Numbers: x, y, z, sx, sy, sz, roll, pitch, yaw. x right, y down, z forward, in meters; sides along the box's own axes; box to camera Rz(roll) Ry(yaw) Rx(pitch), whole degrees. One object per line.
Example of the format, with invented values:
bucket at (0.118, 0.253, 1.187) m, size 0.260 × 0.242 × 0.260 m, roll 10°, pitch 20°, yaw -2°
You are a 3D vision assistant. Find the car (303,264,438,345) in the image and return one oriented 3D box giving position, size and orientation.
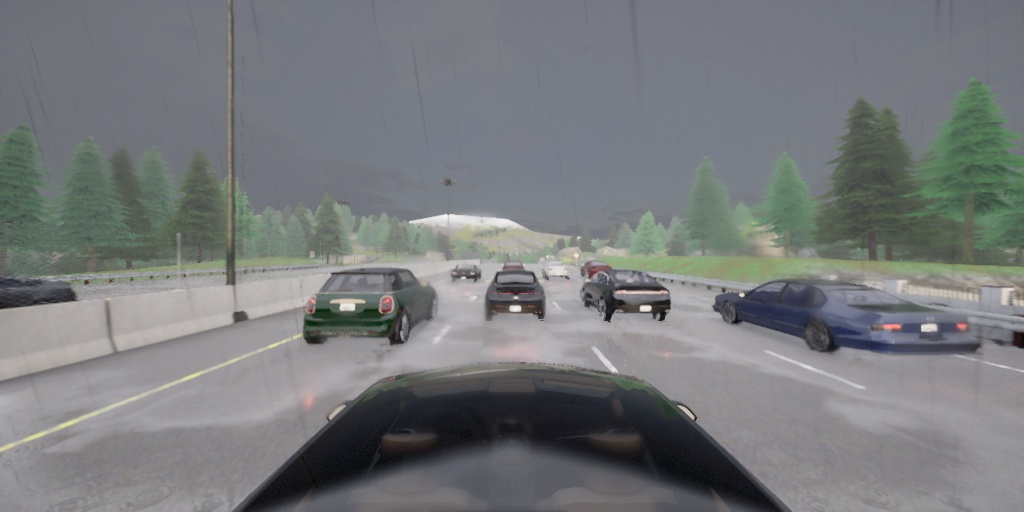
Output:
car at (-3.397, 1.068, 9.536) m, size 2.097 × 1.767 × 4.553 m, roll 0°, pitch 0°, yaw 0°

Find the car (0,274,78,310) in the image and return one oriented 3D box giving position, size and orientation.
car at (-14.081, 1.211, 8.729) m, size 2.128 × 1.511 × 4.902 m, roll 0°, pitch 0°, yaw 0°

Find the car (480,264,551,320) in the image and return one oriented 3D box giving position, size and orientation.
car at (0.104, 1.209, 12.407) m, size 1.837 × 1.490 × 4.892 m, roll 0°, pitch 0°, yaw 0°

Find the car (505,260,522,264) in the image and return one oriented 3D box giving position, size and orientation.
car at (0.110, 1.119, 30.683) m, size 1.882 × 1.535 × 5.008 m, roll 0°, pitch 0°, yaw 0°

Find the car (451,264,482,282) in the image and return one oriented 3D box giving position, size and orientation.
car at (-3.391, 1.253, 27.439) m, size 1.895 × 1.301 × 4.718 m, roll 0°, pitch 0°, yaw 0°

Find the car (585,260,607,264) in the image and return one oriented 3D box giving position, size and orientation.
car at (7.122, 1.117, 30.706) m, size 1.882 × 1.535 × 5.008 m, roll 0°, pitch 0°, yaw 0°

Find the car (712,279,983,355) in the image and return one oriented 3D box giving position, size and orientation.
car at (7.104, 1.266, 8.619) m, size 2.033 × 1.411 × 5.357 m, roll 0°, pitch 0°, yaw 0°

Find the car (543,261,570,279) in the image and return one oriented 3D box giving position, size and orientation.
car at (3.611, 1.168, 30.199) m, size 1.812 × 1.442 × 4.674 m, roll 0°, pitch 0°, yaw 0°

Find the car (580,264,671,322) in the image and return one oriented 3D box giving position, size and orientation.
car at (3.604, 1.197, 12.101) m, size 2.128 × 1.511 × 4.902 m, roll 0°, pitch 0°, yaw 0°
